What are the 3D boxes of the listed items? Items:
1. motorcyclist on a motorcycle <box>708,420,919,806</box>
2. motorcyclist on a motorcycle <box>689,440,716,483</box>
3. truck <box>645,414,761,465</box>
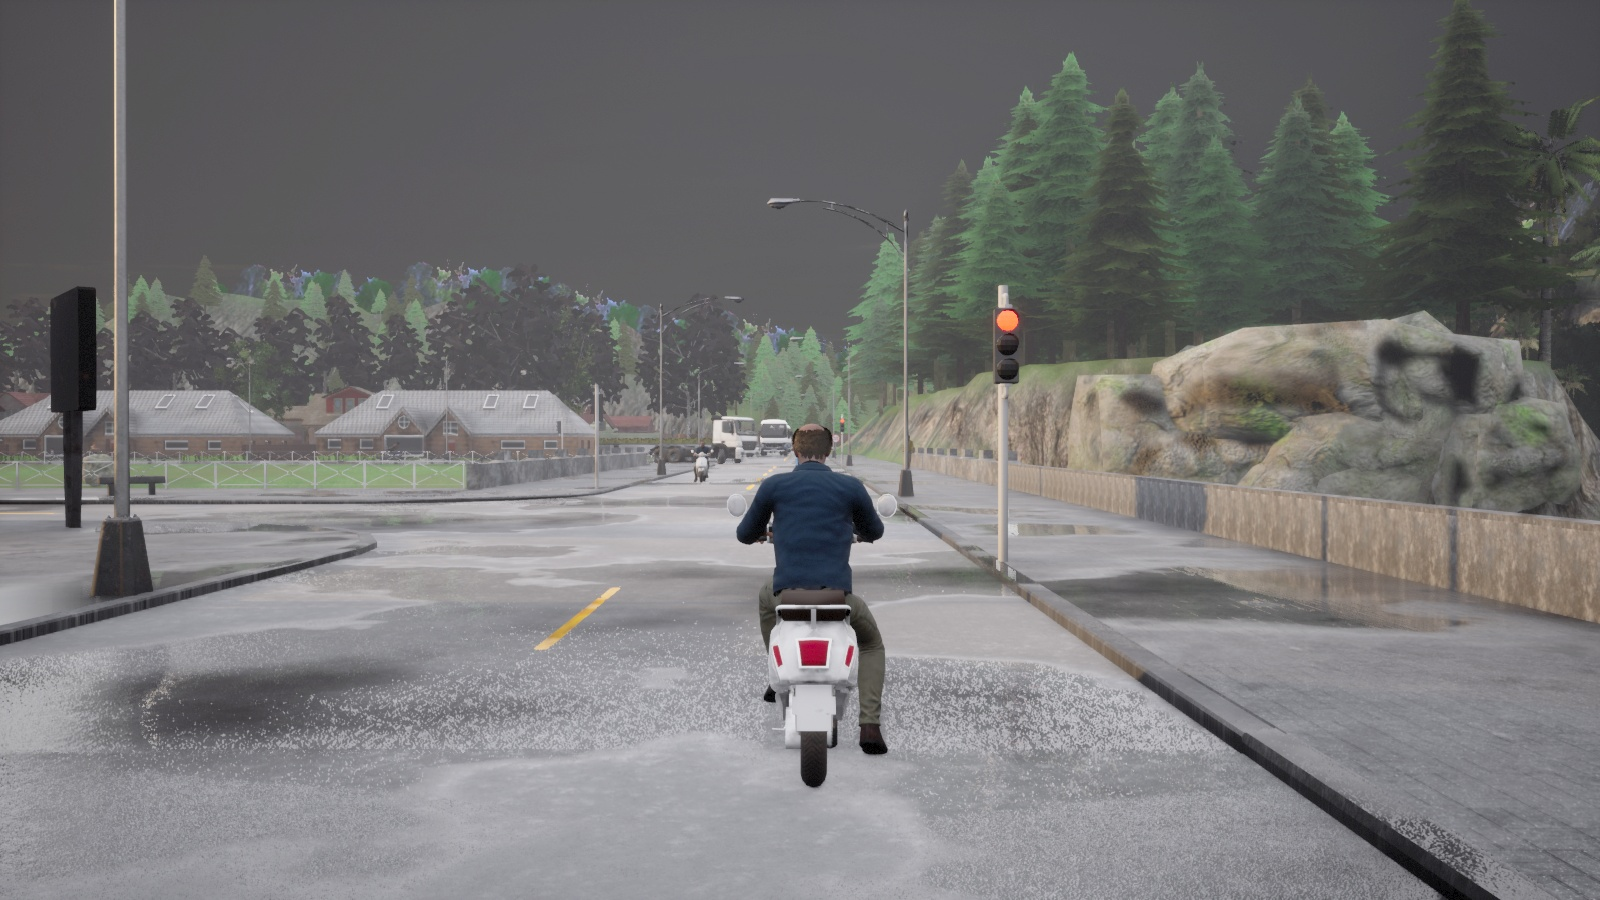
[{"bbox_3d":[0.059,0.666,6.070,0.866,1.590,1.817,0,0,0],"label":"motorcyclist on a motorcycle"},{"bbox_3d":[-3.717,0.426,48.000,0.866,1.590,1.817,0,0,0],"label":"motorcyclist on a motorcycle"},{"bbox_3d":[-6.944,-0.748,89.666,7.936,3.462,2.891,0,0,28],"label":"truck"}]
